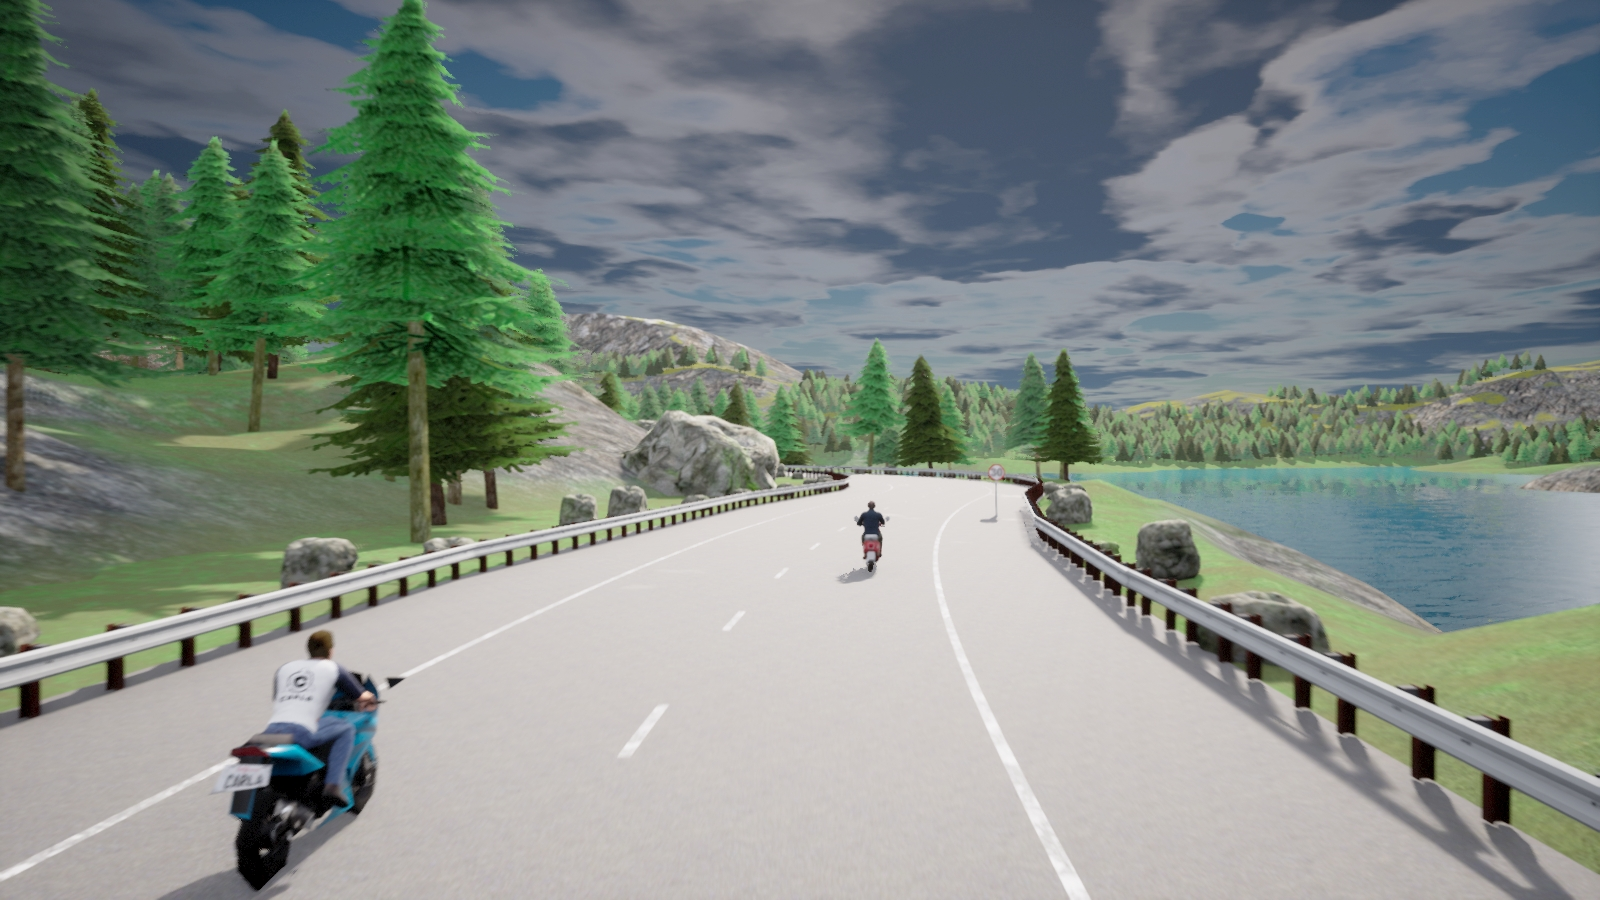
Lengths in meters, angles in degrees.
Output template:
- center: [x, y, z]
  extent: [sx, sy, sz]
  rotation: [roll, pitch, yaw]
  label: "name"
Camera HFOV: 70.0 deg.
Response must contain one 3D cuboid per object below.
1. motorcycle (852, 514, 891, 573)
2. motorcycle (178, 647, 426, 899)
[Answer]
- center: [1.698, 2.182, 26.945]
  extent: [0.856, 1.236, 1.805]
  rotation: [-1, 0, 5]
  label: "motorcycle"
- center: [-3.404, 2.176, 8.059]
  extent: [0.803, 1.217, 2.033]
  rotation: [0, 0, 2]
  label: "motorcycle"
